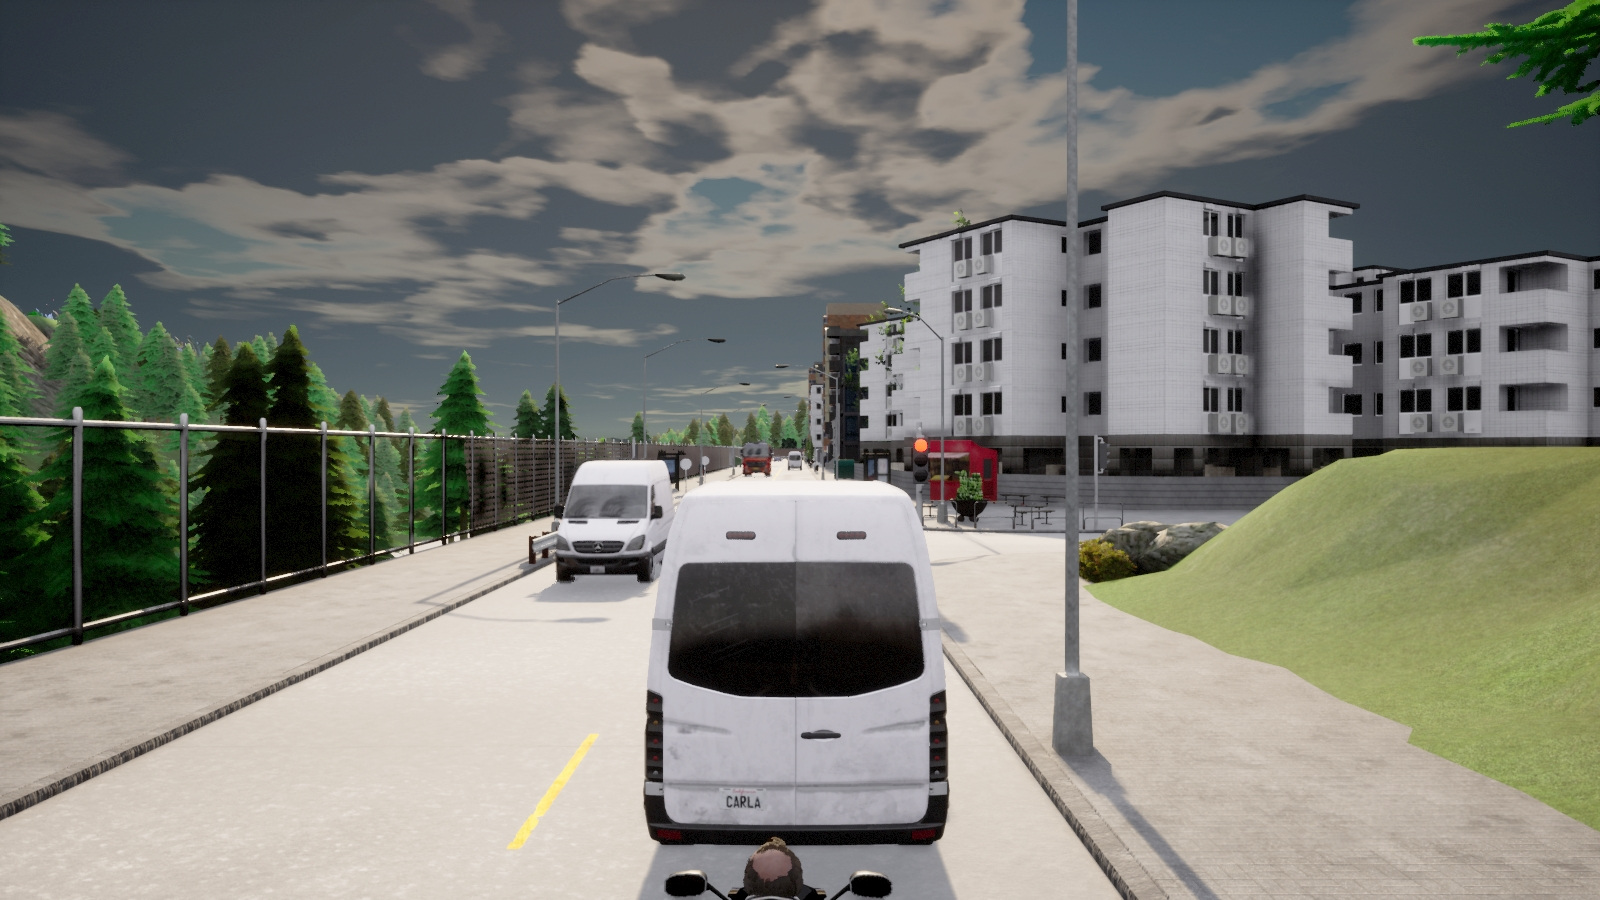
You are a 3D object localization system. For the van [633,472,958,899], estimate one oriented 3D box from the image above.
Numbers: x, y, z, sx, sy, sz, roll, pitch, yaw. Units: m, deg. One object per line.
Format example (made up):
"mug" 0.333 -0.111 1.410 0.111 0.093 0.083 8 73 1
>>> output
"van" -0.034 1.534 9.946 1.988 2.561 5.915 0 0 0

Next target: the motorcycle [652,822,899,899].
"motorcycle" -0.090 2.205 3.746 0.867 1.251 2.209 0 0 1

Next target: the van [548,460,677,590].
"van" -4.102 1.534 25.955 1.988 2.561 5.915 0 0 0
